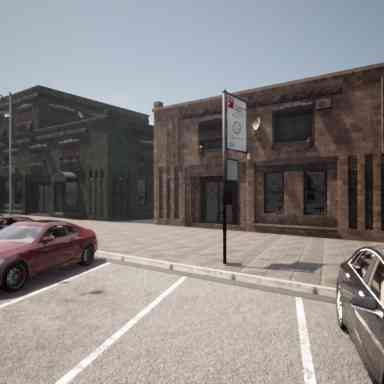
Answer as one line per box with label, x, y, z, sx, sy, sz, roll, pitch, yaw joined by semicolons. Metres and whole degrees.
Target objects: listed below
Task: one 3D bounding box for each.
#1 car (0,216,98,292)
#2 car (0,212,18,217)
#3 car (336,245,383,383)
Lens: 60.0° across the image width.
car;-4.365;1.527;9.192;2.002;1.452;4.674;1;-1;16
car;-6.817;1.518;10.906;2.163;1.488;4.792;1;-1;16
car;2.970;1.487;3.976;2.231;1.521;4.892;1;-1;15
